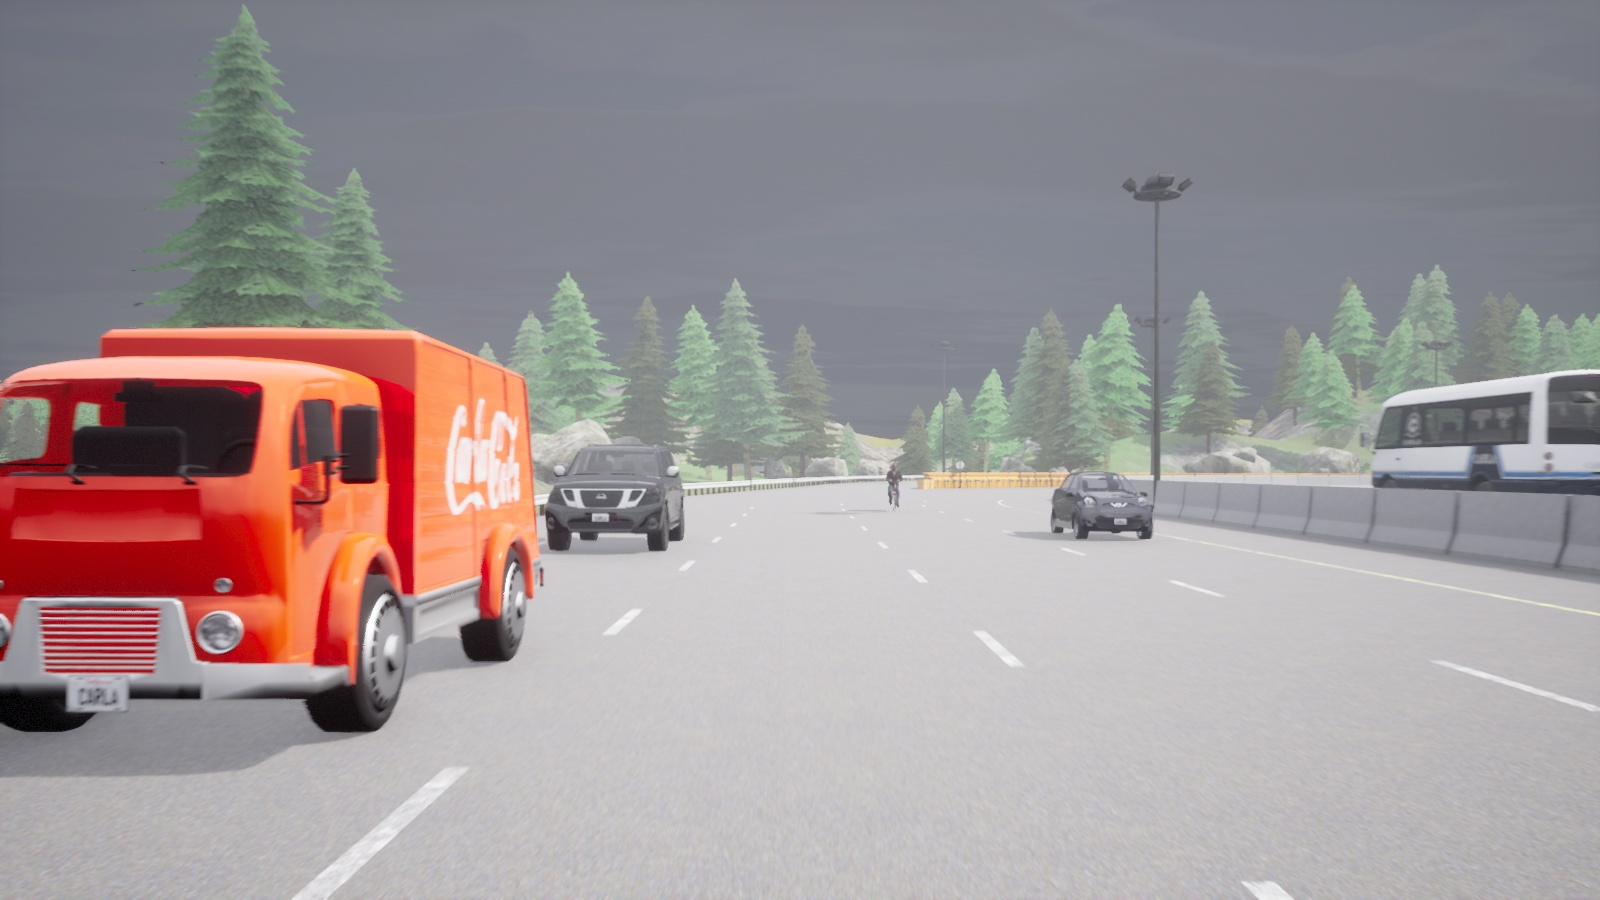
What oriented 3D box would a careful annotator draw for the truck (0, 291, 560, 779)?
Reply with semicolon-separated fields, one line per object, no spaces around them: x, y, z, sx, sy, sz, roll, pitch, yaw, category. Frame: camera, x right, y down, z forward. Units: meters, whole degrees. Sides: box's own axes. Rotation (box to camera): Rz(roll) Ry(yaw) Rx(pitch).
-3.520;0.473;8.980;2.627;2.467;5.204;0;-1;0;truck

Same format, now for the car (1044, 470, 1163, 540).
6.946;1.228;29.087;1.845;1.501;3.633;0;-1;0;car

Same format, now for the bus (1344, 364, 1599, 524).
20.924;-0.077;38.511;3.944;4.253;10.273;0;-1;0;bus

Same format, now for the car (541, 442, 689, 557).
-3.548;0.916;25.207;2.150;2.045;5.566;0;-1;0;car
